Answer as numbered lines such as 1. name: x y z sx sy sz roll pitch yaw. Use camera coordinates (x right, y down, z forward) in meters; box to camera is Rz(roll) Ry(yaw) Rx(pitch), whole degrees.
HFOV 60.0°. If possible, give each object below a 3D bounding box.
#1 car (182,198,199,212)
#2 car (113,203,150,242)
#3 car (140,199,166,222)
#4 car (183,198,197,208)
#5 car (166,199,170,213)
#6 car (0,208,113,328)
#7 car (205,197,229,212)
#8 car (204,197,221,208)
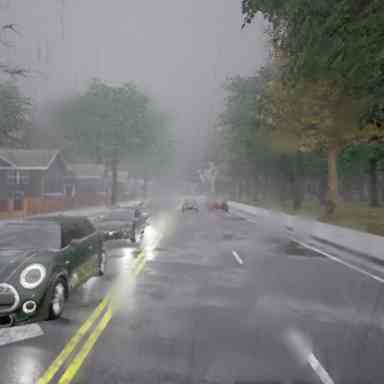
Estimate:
1. car: -0.219 1.552 38.467 2.033 1.411 5.357 0 0 0
2. car: -3.424 1.510 16.404 1.837 1.490 4.892 0 0 0
3. car: -3.485 1.498 26.348 2.128 1.511 4.902 0 0 0
4. car: -0.280 1.602 49.503 1.895 1.301 4.718 0 0 0
5. car: -3.515 1.497 36.737 2.128 1.511 4.902 0 0 0
6. car: -3.372 1.355 7.256 2.097 1.767 4.553 0 0 0
7. car: 3.029 1.356 38.874 2.097 1.767 4.553 0 0 0
8. car: 2.969 1.548 49.109 2.033 1.411 5.357 0 0 0
